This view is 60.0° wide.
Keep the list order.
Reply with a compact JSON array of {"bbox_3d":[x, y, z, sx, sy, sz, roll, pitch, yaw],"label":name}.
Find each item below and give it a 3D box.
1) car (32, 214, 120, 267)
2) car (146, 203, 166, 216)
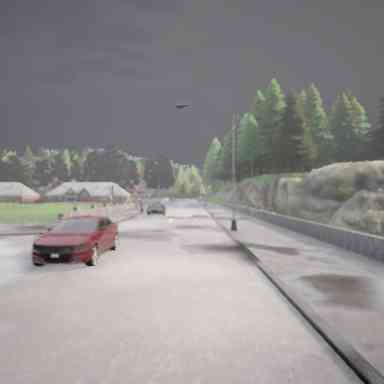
[{"bbox_3d":[-3.998,1.607,12.196,1.882,1.535,5.008,0,-1,0],"label":"car"},{"bbox_3d":[-3.991,1.957,37.705,1.994,1.385,4.181,0,-1,0],"label":"car"}]
